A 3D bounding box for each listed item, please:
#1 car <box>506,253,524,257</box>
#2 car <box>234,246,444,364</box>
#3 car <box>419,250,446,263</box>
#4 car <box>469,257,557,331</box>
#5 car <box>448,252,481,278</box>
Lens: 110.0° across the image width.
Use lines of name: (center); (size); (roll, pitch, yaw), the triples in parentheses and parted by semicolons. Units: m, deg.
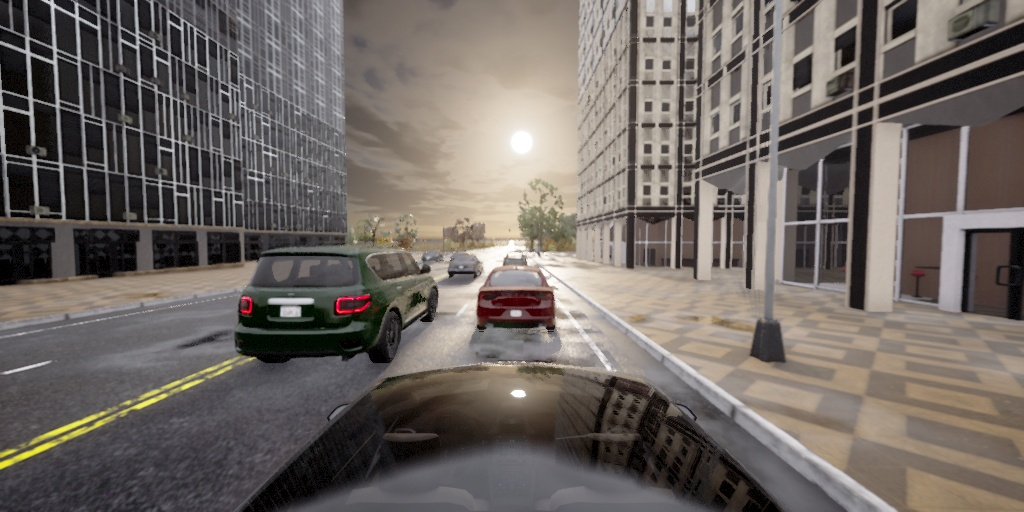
car: (0.244, 0.457, 28.863); (2.128, 1.511, 4.902); (0, 2, 0)
car: (-3.145, 0.797, 7.770); (2.150, 2.045, 5.566); (0, 2, 0)
car: (-9.593, 0.019, 43.617); (2.128, 1.511, 4.902); (0, 2, 0)
car: (0.122, 0.986, 10.100); (1.882, 1.535, 5.008); (0, 2, 1)
car: (-3.048, 0.647, 24.184); (2.033, 1.411, 5.357); (0, 2, 1)
